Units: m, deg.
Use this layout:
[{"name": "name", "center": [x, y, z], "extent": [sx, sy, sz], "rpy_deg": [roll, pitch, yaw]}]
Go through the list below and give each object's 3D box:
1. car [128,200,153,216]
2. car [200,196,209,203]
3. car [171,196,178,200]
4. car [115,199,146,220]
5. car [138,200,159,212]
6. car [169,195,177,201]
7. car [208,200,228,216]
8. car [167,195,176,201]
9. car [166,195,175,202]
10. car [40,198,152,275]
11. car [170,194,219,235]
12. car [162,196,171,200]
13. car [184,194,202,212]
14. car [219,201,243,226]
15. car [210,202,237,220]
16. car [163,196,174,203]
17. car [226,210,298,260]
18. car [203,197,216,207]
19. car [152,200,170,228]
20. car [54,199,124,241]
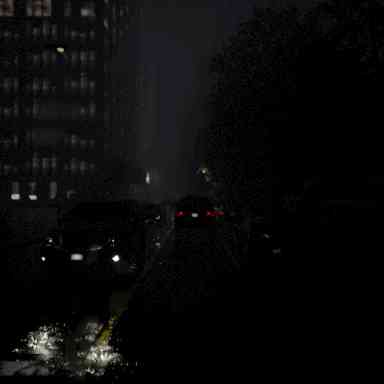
[{"name": "car", "center": [-5.233, 1.601, 34.491], "extent": [1.887, 1.381, 4.507], "rpy_deg": [0, 0, 0]}, {"name": "car", "center": [2.741, 1.650, 73.282], "extent": [1.887, 1.381, 4.507], "rpy_deg": [0, 0, 0]}, {"name": "car", "center": [-5.086, 1.709, 95.485], "extent": [1.802, 1.307, 4.206], "rpy_deg": [0, 0, 0]}, {"name": "car", "center": [-5.246, 1.488, 28.946], "extent": [1.967, 1.590, 4.097], "rpy_deg": [0, 0, 0]}, {"name": "car", "center": [-5.219, 1.630, 40.036], "extent": [1.947, 1.339, 4.313], "rpy_deg": [0, 0, 0]}, {"name": "car", "center": [-5.100, 1.647, 89.770], "extent": [1.752, 1.417, 4.829], "rpy_deg": [0, 0, 0]}, {"name": "car", "center": [2.648, 1.582, 34.634], "extent": [1.752, 1.417, 4.829], "rpy_deg": [0, 0, 0]}, {"name": "car", "center": [-5.112, 1.557, 84.396], "extent": [1.967, 1.590, 4.097], "rpy_deg": [0, 0, 0]}, {"name": "car", "center": [-5.126, 1.551, 78.851], "extent": [1.967, 1.590, 4.097], "rpy_deg": [0, 0, 0]}, {"name": "car", "center": [-2.823, 1.241, 10.900], "extent": [2.150, 2.045, 5.566], "rpy_deg": [0, 0, 0]}, {"name": "car", "center": [0.145, 1.254, 19.122], "extent": [2.150, 2.045, 5.566], "rpy_deg": [0, 0, 0]}, {"name": "car", "center": [-2.691, 1.557, 40.372], "extent": [2.128, 1.511, 4.902], "rpy_deg": [0, 0, 1]}, {"name": "car", "center": [0.122, 1.292, 42.275], "extent": [2.150, 2.045, 5.566], "rpy_deg": [0, 0, 1]}, {"name": "car", "center": [2.621, 1.480, 23.374], "extent": [1.967, 1.590, 4.097], "rpy_deg": [0, 0, 0]}, {"name": "car", "center": [2.634, 1.614, 28.919], "extent": [1.947, 1.339, 4.313], "rpy_deg": [0, 0, 0]}, {"name": "car", "center": [-5.139, 1.656, 73.306], "extent": [2.008, 1.369, 4.403], "rpy_deg": [0, 0, 0]}, {"name": "car", "center": [2.594, 1.573, 12.283], "extent": [2.008, 1.369, 4.403], "rpy_deg": [0, 0, 0]}, {"name": "car", "center": [2.882, 1.590, 55.523], "extent": [1.837, 1.490, 4.892], "rpy_deg": [0, 0, 0]}, {"name": "car", "center": [-2.791, 1.543, 22.776], "extent": [1.837, 1.490, 4.892], "rpy_deg": [0, 0, 0]}, {"name": "car", "center": [-5.273, 1.346, 17.857], "extent": [2.192, 1.841, 5.009], "rpy_deg": [0, 0, 0]}]
